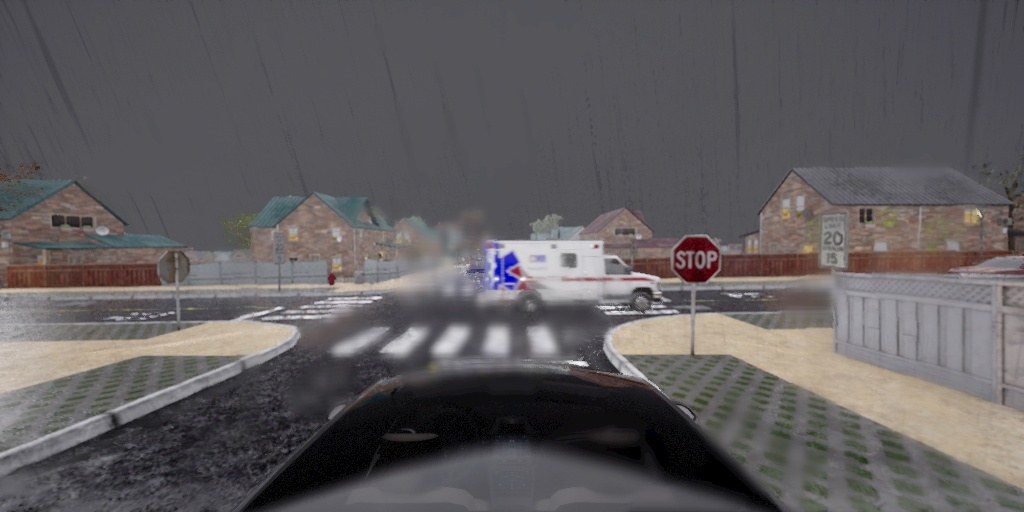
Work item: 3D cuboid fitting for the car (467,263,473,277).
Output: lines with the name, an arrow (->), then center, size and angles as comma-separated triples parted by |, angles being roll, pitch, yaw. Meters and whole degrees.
car -> -3.042, 1.231, 33.313 | 1.895, 1.301, 4.718 | 0, 0, -1

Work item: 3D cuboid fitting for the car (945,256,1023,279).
car -> 22.327, 0.750, 15.890 | 5.008, 1.535, 1.882 | -1, 2, 0

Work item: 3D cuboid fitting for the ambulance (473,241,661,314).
ambulance -> 1.975, 0.712, 12.974 | 6.366, 2.431, 2.351 | 0, 0, 0
